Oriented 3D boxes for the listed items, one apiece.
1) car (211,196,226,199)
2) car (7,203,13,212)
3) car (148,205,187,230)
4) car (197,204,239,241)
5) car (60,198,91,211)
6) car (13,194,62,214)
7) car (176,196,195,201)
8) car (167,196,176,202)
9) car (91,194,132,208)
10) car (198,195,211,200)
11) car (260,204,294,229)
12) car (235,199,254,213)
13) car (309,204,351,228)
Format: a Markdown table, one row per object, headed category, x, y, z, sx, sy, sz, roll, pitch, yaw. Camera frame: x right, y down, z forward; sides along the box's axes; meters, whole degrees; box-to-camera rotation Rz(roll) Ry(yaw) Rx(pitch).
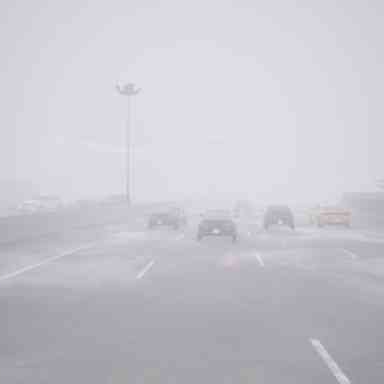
| category | x | y | z | sx | sy | sz | roll | pitch | yaw |
| --- | --- | --- | --- | --- | --- | --- | --- | --- | --- |
| car | 6.670 | 1.747 | 75.597 | 1.812 | 1.442 | 4.674 | 0 | 0 | 29 |
| car | -19.419 | 1.528 | 39.251 | 1.882 | 1.535 | 5.008 | 0 | 0 | 14 |
| car | -1.515 | 1.581 | 21.474 | 1.812 | 1.442 | 4.674 | 0 | 0 | 9 |
| car | 1.345 | 1.577 | 17.008 | 1.812 | 1.442 | 4.674 | 0 | 0 | 7 |
| car | -12.515 | 1.573 | 38.045 | 1.837 | 1.490 | 4.892 | 0 | 0 | 15 |
| car | -16.482 | 1.272 | 36.671 | 2.150 | 2.045 | 5.566 | 0 | 0 | 14 |
| car | -1.089 | 1.744 | 76.124 | 1.895 | 1.301 | 4.718 | 0 | 0 | 29 |
| car | -4.110 | 1.663 | 77.893 | 1.812 | 1.442 | 4.674 | 0 | 0 | 29 |
| car | -8.884 | 1.299 | 38.227 | 2.150 | 2.045 | 5.566 | 0 | 0 | 15 |
| car | 3.059 | 1.560 | 76.342 | 1.837 | 1.490 | 4.892 | 0 | 0 | 29 |
| car | 5.750 | 1.585 | 22.508 | 1.837 | 1.490 | 4.892 | 0 | 0 | 10 |
| car | 6.090 | 1.632 | 38.919 | 1.837 | 1.490 | 4.892 | 0 | 0 | 16 |
| car | 9.385 | 1.570 | 22.942 | 1.882 | 1.535 | 5.008 | 0 | 0 | 10 |
